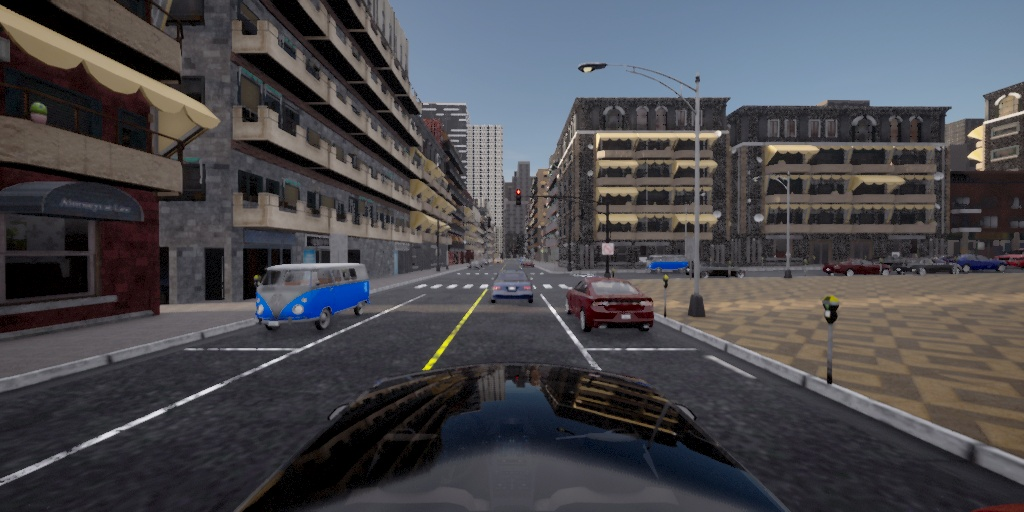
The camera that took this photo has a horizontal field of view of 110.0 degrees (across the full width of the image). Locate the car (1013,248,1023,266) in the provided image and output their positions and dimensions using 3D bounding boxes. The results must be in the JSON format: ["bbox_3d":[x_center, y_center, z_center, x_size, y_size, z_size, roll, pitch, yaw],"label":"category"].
[{"bbox_3d":[49.287,0.265,34.033,5.566,2.045,2.150,-1,0,-1],"label":"car"}]

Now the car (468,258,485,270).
[{"bbox_3d":[-5.691,1.309,54.140,2.007,1.370,4.403,0,0,0],"label":"car"}]

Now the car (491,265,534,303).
[{"bbox_3d":[0.000,1.311,16.500,2.033,1.411,5.357,0,0,0],"label":"car"}]

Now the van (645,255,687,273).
[{"bbox_3d":[15.655,0.782,36.257,3.998,1.789,1.690,0,0,-1],"label":"van"}]

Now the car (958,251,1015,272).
[{"bbox_3d":[39.362,0.603,30.894,5.008,1.535,1.882,-1,0,-1],"label":"car"}]

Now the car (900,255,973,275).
[{"bbox_3d":[32.477,0.798,28.112,4.403,1.370,2.007,0,0,-1],"label":"car"}]

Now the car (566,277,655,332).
[{"bbox_3d":[2.688,1.292,10.664,1.888,1.381,4.507,0,0,0],"label":"car"}]

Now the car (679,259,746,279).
[{"bbox_3d":[15.773,1.076,27.877,4.313,1.339,1.948,0,0,-1],"label":"car"}]

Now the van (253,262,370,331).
[{"bbox_3d":[-5.692,1.087,10.665,1.690,1.789,3.998,0,0,0],"label":"van"}]

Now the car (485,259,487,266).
[{"bbox_3d":[-5.692,1.328,59.667,1.948,1.339,4.313,0,0,0],"label":"car"}]

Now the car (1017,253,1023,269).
[{"bbox_3d":[43.614,0.624,28.269,4.403,1.370,2.007,0,0,-1],"label":"car"}]

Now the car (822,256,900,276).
[{"bbox_3d":[26.908,0.880,28.034,4.507,1.381,1.888,0,0,-1],"label":"car"}]

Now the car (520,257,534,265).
[{"bbox_3d":[2.689,1.202,59.663,1.967,1.591,4.097,0,0,0],"label":"car"}]
